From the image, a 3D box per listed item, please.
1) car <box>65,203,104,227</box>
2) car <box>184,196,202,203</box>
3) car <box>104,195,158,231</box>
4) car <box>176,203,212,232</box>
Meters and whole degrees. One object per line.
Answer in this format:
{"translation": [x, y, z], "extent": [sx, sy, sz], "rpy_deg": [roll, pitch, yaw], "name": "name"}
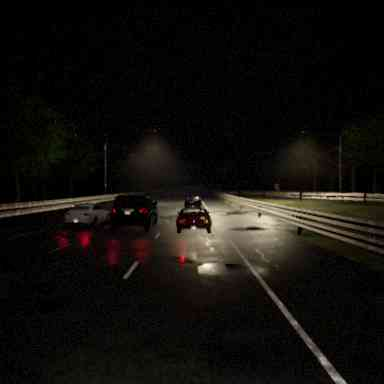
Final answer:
{"translation": [-6.882, 1.455, 22.011], "extent": [1.812, 1.442, 4.674], "rpy_deg": [0, 1, 0], "name": "car"}
{"translation": [0.105, 1.226, 37.223], "extent": [2.128, 1.511, 4.902], "rpy_deg": [0, 1, 0], "name": "car"}
{"translation": [-3.398, 1.165, 20.244], "extent": [2.150, 2.045, 5.566], "rpy_deg": [0, 0, 0], "name": "car"}
{"translation": [0.103, 1.550, 19.537], "extent": [1.895, 1.301, 4.718], "rpy_deg": [0, 0, 0], "name": "car"}
